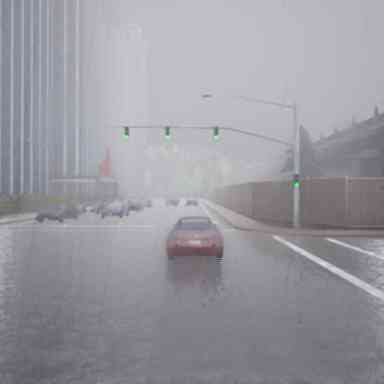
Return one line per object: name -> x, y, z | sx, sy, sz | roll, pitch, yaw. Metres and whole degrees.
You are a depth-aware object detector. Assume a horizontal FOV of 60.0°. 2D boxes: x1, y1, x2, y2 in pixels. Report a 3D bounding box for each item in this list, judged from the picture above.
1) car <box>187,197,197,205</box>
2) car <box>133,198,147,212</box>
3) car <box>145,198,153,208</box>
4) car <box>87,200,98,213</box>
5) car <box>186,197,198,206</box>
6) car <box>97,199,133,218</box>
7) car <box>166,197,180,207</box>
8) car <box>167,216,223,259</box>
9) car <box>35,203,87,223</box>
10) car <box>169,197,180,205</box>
car -> 0.006, 1.732, 68.225 | 1.882, 1.535, 5.008 | 0, 0, 0
car -> -7.079, 1.732, 40.176 | 1.895, 1.301, 4.718 | 0, 0, 0
car -> -7.017, 1.661, 50.195 | 2.128, 1.511, 4.902 | 0, 0, 0
car -> -10.586, 1.601, 36.547 | 2.128, 1.511, 4.902 | 0, 0, 0
car -> 0.013, 1.691, 57.818 | 1.882, 1.535, 5.008 | 0, 0, 0
car -> -7.076, 1.621, 31.097 | 1.812, 1.442, 4.674 | 0, 0, 0
car -> -3.495, 1.709, 57.272 | 1.837, 1.490, 4.892 | 0, 0, 0
car -> 0.101, 1.629, 12.874 | 1.994, 1.385, 4.181 | 0, 0, 0
car -> -10.595, 1.619, 26.807 | 2.033, 1.411, 5.357 | 0, 0, 0
car -> -3.494, 1.729, 67.696 | 2.128, 1.511, 4.902 | 0, 0, 0
